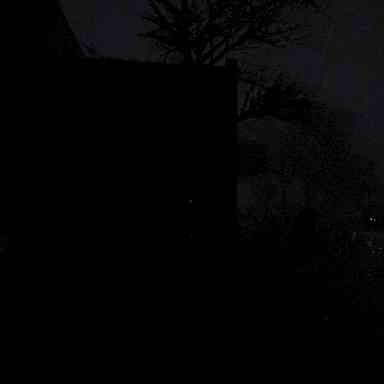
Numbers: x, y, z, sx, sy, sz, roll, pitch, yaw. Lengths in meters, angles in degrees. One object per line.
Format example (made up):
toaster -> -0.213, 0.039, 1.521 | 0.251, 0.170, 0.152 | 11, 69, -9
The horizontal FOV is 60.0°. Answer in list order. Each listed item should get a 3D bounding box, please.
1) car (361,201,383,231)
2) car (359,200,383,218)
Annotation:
car -> 11.585, 1.527, 20.413 | 1.812, 1.442, 4.674 | 0, 0, 22
car -> 18.060, 1.618, 32.268 | 1.882, 1.535, 5.008 | 0, -1, 10
